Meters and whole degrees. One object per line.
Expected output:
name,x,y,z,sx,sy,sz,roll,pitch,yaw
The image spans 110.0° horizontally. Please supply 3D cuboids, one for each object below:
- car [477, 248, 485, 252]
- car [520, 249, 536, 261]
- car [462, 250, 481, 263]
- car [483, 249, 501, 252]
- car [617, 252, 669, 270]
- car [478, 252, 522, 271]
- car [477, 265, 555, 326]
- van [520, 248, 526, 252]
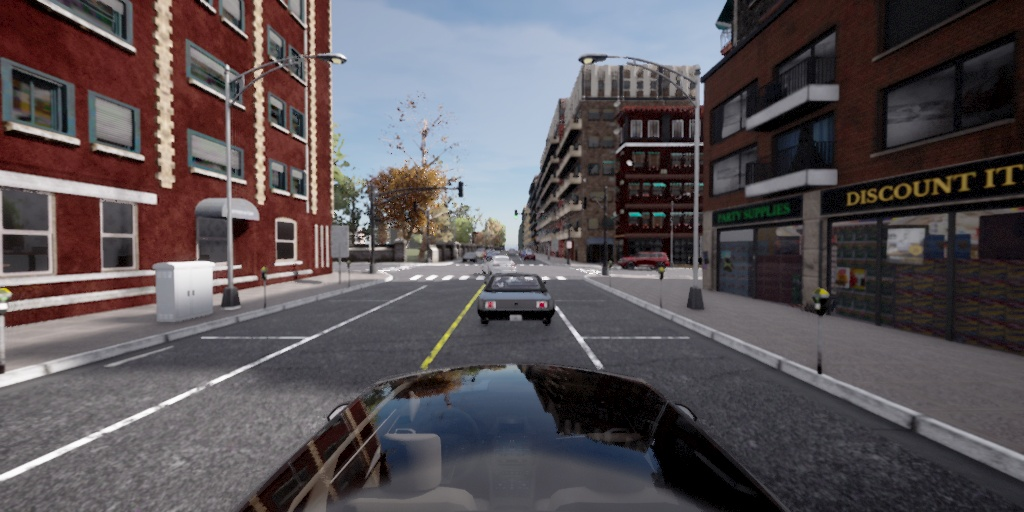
car,-5.700,-0.130,60.135,1.751,1.417,4.829,0,0,0
car,2.681,0.021,54.677,1.888,1.381,4.507,0,0,0
car,-5.698,0.174,49.047,1.948,1.339,4.313,0,0,0
car,-3.066,-0.053,57.951,2.033,1.411,5.357,0,1,1
car,13.443,0.498,36.720,5.009,1.841,2.192,0,0,-1
car,-0.950,0.688,25.648,1.812,1.442,4.674,0,2,-14
car,0.098,1.129,10.701,1.895,1.301,4.718,0,1,0
van,2.681,-0.314,60.306,1.690,1.789,3.998,0,0,0
